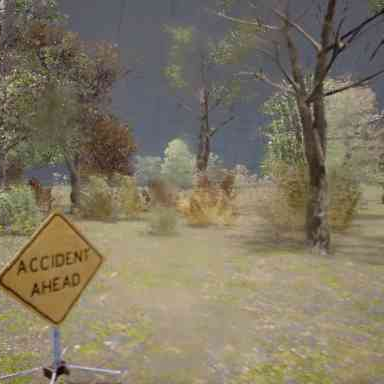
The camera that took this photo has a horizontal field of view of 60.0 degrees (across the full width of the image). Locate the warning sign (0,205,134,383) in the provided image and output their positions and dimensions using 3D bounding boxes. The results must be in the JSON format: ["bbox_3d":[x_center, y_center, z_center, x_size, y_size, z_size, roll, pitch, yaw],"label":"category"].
[{"bbox_3d":[-1.488,1.112,3.637,1.060,1.860,1.300,0,0,36],"label":"warning sign"}]
